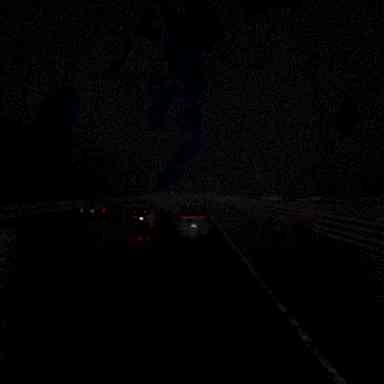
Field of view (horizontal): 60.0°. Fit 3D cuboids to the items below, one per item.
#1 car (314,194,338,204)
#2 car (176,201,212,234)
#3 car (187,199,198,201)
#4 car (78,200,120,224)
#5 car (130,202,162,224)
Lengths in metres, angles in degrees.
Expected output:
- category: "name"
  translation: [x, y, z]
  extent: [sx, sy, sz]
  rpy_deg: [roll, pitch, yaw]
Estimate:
- category: "car"
  translation: [29.736, 1.539, 73.955]
  extent: [2.150, 2.045, 5.566]
  rpy_deg: [0, 0, -27]
- category: "car"
  translation: [0.096, 1.498, 19.131]
  extent: [2.128, 1.511, 4.902]
  rpy_deg: [0, 0, 0]
- category: "car"
  translation: [0.094, 1.580, 40.876]
  extent: [2.033, 1.411, 5.357]
  rpy_deg: [0, 0, 0]
- category: "car"
  translation: [-6.905, 1.363, 25.182]
  extent: [2.097, 1.767, 4.553]
  rpy_deg: [0, 0, 0]
- category: "car"
  translation: [-3.405, 1.516, 24.791]
  extent: [1.837, 1.490, 4.892]
  rpy_deg: [0, 0, 0]
